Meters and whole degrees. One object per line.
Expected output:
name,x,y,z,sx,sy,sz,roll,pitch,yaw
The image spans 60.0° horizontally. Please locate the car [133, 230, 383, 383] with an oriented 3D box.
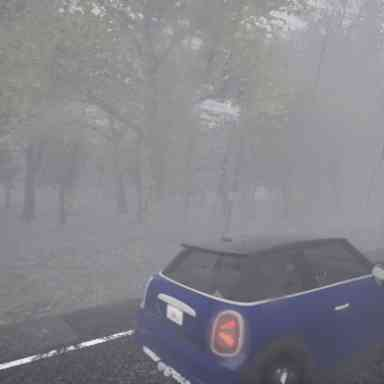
car,1.540,1.350,4.844,4.553,1.767,2.097,0,0,-35
